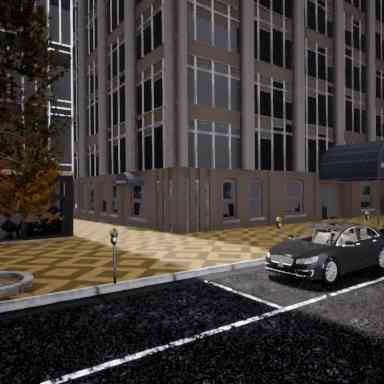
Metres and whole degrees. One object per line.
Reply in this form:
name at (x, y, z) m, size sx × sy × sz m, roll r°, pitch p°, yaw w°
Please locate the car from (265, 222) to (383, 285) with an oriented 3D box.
car at (3.936, 1.549, 9.372) m, size 4.403 × 1.369 × 2.008 m, roll 0°, pitch -1°, yaw -35°
